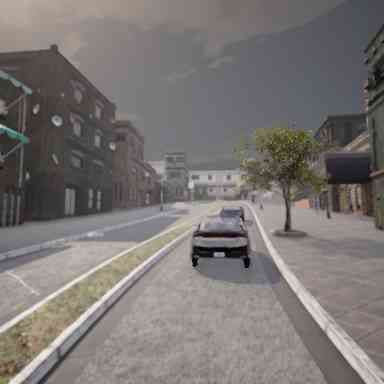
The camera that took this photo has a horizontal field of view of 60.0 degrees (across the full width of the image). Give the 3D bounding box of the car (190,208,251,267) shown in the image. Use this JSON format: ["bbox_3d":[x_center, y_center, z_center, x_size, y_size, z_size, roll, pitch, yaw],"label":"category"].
[{"bbox_3d":[1.060,1.554,11.742,2.128,1.511,4.902,-1,0,7],"label":"car"}]

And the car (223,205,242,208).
[{"bbox_3d":[3.413,1.718,27.876,1.895,1.301,4.718,-1,0,9],"label":"car"}]
